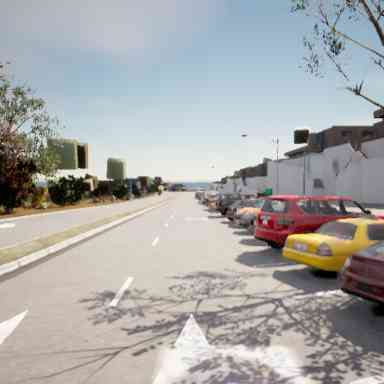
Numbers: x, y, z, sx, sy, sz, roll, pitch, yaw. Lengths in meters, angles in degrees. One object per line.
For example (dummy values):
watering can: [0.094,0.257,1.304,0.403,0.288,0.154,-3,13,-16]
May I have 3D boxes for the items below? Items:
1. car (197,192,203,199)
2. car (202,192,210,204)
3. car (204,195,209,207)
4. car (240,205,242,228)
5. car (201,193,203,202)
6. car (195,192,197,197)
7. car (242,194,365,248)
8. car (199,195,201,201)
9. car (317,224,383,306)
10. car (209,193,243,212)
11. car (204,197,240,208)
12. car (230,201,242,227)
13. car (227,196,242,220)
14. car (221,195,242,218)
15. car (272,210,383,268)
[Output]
car: [4.497,1.436,66.395,5.566,2.045,2.435,1,0,-21]
car: [4.683,1.289,42.353,5.566,2.045,2.435,1,0,-21]
car: [4.559,1.512,39.298,5.366,1.575,1.946,1,0,-21]
car: [4.992,1.465,15.377,4.792,1.488,2.163,1,0,-21]
car: [4.588,1.529,57.382,4.553,1.767,2.185,1,0,-21]
car: [4.358,1.426,75.374,5.566,2.045,2.435,1,1,-21]
car: [5.024,1.184,12.374,5.566,2.045,2.435,1,0,-21]
car: [4.523,1.710,63.395,4.792,1.488,2.163,1,0,-21]
car: [5.038,1.473,6.357,4.674,1.452,2.002,1,0,-20]
car: [4.848,1.218,30.384,5.566,2.045,2.435,1,-1,-21]
car: [4.608,1.612,51.371,5.008,1.535,2.097,1,-1,-21]
car: [4.945,1.440,18.361,4.892,1.521,2.231,1,0,-21]
car: [4.942,1.318,21.372,4.553,1.767,2.185,1,0,-21]
car: [4.850,1.323,24.357,4.553,1.767,2.185,1,0,-21]
car: [5.195,1.433,9.425,5.366,1.575,1.946,1,0,-21]
